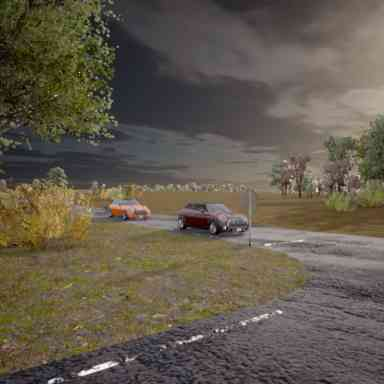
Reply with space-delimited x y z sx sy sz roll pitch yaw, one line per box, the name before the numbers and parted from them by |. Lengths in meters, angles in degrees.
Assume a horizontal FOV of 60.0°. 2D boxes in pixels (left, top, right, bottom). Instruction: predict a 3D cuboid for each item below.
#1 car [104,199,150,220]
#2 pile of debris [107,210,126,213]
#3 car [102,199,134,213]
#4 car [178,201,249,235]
car | -5.312 1.367 27.945 2.097 1.767 4.553 1 0 -35
pile of debris | -8.644 2.222 37.931 1.500 0.140 1.860 1 0 -36
car | -8.514 1.572 37.923 1.812 1.442 4.674 1 0 -36
car | 1.123 1.355 18.933 2.097 1.767 4.553 1 0 -35
